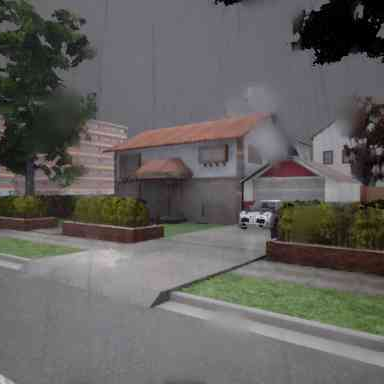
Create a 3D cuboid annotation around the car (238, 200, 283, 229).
[{"bbox_3d":[4.004,1.168,17.454,1.970,1.475,3.806,0,0,36],"label":"car"}]
